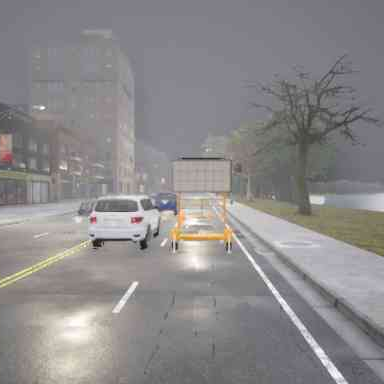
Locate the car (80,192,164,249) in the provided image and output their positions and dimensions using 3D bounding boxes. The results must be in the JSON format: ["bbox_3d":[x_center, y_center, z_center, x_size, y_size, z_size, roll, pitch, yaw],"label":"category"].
[{"bbox_3d":[-2.732,1.169,14.560,2.150,2.045,5.566,0,0,2],"label":"car"}]

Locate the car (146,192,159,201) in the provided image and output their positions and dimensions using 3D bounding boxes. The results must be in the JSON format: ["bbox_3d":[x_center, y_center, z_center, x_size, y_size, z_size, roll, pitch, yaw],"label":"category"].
[{"bbox_3d":[-7.948,0.888,67.139,1.882,1.535,5.008,0,1,2],"label":"car"}]

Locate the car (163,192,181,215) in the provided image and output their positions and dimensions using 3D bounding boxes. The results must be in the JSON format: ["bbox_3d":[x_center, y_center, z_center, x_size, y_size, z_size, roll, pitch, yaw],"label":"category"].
[{"bbox_3d":[-2.275,1.027,31.710,2.150,2.045,5.566,0,0,2],"label":"car"}]

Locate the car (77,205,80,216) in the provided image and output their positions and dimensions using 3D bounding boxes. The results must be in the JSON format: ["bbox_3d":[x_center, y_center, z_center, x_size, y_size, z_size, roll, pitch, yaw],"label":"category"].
[{"bbox_3d":[-9.004,1.321,30.763,1.837,1.490,4.892,0,1,2],"label":"car"}]

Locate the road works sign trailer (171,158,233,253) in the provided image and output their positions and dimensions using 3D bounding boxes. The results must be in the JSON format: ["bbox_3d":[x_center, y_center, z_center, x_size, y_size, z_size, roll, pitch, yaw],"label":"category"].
[{"bbox_3d":[0.391,0.419,13.456,2.380,3.560,2.880,0,0,2],"label":"road works sign trailer"}]

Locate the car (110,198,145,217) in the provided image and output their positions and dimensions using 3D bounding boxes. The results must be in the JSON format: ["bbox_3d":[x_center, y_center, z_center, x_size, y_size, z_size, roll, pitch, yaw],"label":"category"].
[{"bbox_3d":[-5.762,1.365,30.439,2.033,1.411,5.357,0,1,2],"label":"car"}]

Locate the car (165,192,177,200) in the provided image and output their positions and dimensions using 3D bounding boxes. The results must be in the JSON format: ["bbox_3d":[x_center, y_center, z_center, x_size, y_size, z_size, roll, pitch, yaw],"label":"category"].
[{"bbox_3d":[-4.571,0.875,71.713,2.128,1.511,4.902,0,1,2],"label":"car"}]
